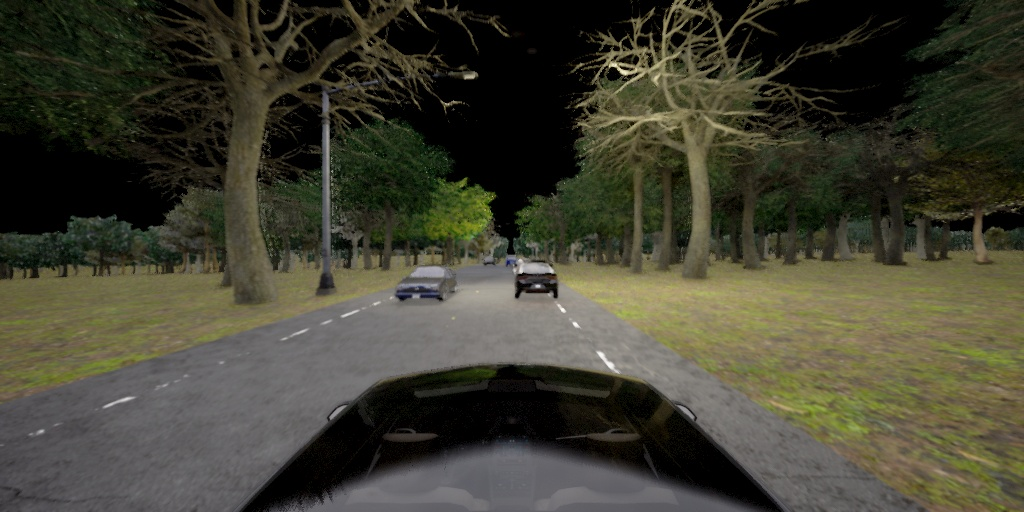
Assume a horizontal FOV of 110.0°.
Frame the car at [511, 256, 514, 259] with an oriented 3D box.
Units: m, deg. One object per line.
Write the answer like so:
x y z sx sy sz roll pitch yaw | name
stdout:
1.052 0.926 27.240 1.801 1.575 5.366 0 0 0 | car

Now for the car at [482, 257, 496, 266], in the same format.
-3.540 0.835 56.866 1.837 1.490 4.892 0 0 1 | car

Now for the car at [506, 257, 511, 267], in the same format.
0.019 0.808 55.147 1.882 1.535 5.008 0 0 0 | car

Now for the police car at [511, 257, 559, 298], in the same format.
1.051 0.984 17.157 1.930 1.638 5.238 0 1 0 | police car

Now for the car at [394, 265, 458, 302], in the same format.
-3.597 1.117 16.103 2.033 1.411 5.357 0 1 0 | car
